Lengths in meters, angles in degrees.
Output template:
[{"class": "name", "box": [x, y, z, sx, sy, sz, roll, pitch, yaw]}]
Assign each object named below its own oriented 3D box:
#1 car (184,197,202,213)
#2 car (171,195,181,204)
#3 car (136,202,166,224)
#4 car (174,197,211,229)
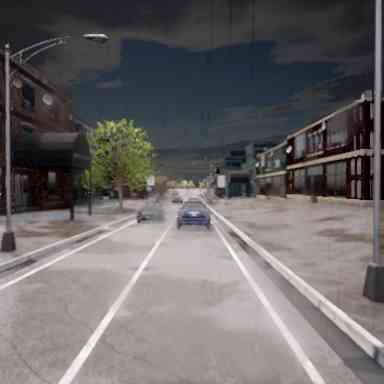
[{"class": "car", "box": [0.120, 1.474, 39.841, 2.097, 1.767, 4.553, 0, 0, 0]}, {"class": "car", "box": [-2.969, 1.418, 66.904, 2.097, 1.767, 4.553, 0, 0, 0]}, {"class": "car", "box": [-3.083, 1.568, 25.691, 1.837, 1.490, 4.892, 0, 0, 0]}, {"class": "car", "box": [0.111, 1.399, 22.147, 2.097, 1.767, 4.553, 0, 0, 0]}]
